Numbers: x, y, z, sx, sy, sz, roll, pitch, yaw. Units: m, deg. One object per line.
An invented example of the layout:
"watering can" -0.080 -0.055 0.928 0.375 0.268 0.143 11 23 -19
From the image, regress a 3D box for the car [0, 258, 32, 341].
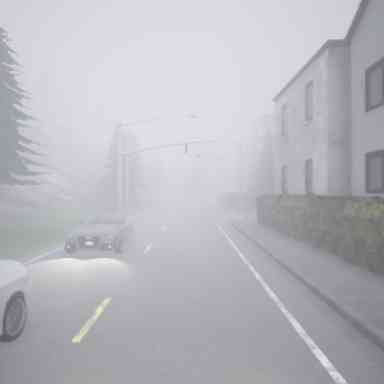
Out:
"car" -3.585 1.526 3.803 1.812 1.442 4.674 0 0 0

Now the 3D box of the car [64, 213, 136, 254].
"car" -3.525 1.562 13.401 1.994 1.385 4.181 0 0 0
